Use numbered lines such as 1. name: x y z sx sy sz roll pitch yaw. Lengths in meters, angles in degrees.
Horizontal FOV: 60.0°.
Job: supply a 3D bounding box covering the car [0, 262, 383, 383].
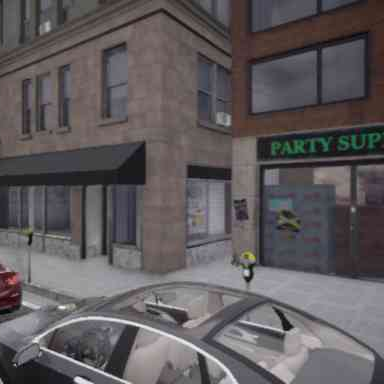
1. car: -0.296 1.552 3.016 4.403 1.369 2.008 0 0 35
